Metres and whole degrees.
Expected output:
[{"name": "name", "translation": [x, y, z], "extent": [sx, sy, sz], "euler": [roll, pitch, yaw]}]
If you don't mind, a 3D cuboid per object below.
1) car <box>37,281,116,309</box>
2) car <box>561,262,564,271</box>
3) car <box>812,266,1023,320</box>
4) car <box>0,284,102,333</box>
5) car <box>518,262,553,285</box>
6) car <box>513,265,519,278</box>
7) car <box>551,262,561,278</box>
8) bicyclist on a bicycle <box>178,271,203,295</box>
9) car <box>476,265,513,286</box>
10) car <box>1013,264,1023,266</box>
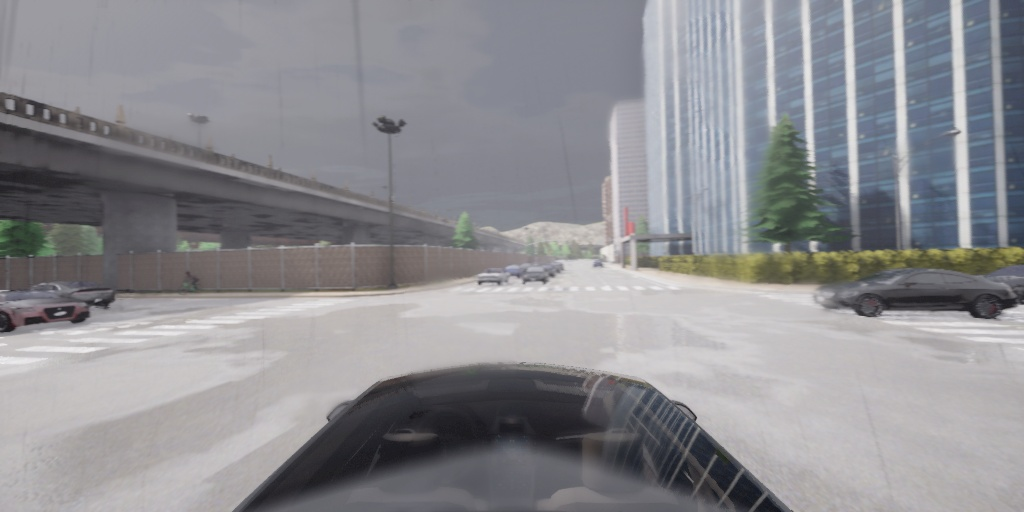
[{"name": "car", "translation": [-22.359, 2.008, 17.752], "extent": [4.902, 1.511, 2.128], "euler": [-2, -1, 11]}, {"name": "car", "translation": [5.625, 1.592, 48.415], "extent": [2.128, 1.511, 4.902], "euler": [-2, -1, 11]}, {"name": "car", "translation": [12.308, 1.115, 11.214], "extent": [4.674, 1.442, 1.812], "euler": [-1, 0, 11]}, {"name": "car", "translation": [-18.116, 1.930, 13.194], "extent": [4.181, 1.385, 1.994], "euler": [-2, -1, 11]}, {"name": "car", "translation": [2.016, 1.515, 29.367], "extent": [1.812, 1.442, 4.674], "euler": [-2, -1, 11]}, {"name": "car", "translation": [0.203, 1.657, 38.670], "extent": [1.812, 1.442, 4.674], "euler": [-2, -1, 11]}, {"name": "car", "translation": [3.783, 1.593, 38.794], "extent": [2.033, 1.411, 5.357], "euler": [-2, -1, 11]}, {"name": "bicyclist on a bicycle", "translation": [-22.623, 1.902, 25.223], "extent": [0.582, 1.620, 1.656], "euler": [-2, 0, 11]}, {"name": "car", "translation": [-1.488, 1.679, 29.665], "extent": [1.895, 1.301, 4.718], "euler": [-2, -1, 11]}, {"name": "car", "translation": [19.903, 0.989, 13.349], "extent": [5.357, 1.411, 2.033], "euler": [-2, -1, 11]}]
